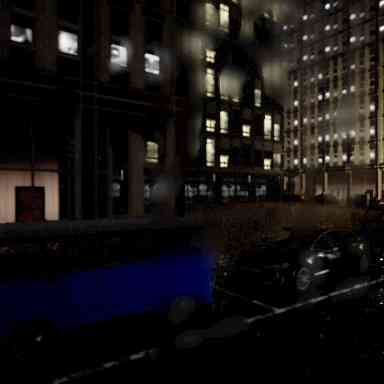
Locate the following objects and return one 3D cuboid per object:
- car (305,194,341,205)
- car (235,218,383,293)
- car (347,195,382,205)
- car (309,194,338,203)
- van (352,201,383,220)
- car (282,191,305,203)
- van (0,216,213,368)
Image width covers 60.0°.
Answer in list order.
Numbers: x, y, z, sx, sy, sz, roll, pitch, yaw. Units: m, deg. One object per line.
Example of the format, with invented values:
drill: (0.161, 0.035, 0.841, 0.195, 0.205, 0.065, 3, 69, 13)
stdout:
car: (18.043, 1.113, 45.223, 1.802, 1.307, 4.206, 1, 0, -36)
car: (3.071, 1.551, 8.746, 4.403, 1.369, 2.008, 0, 0, -35)
car: (21.292, 1.078, 40.691, 1.967, 1.590, 4.097, 1, 0, -36)
car: (21.575, 0.994, 54.684, 1.802, 1.307, 4.206, 1, 0, -36)
van: (7.671, 1.342, 12.025, 3.998, 1.788, 1.690, 0, 0, -35)
car: (14.805, 0.739, 49.754, 2.192, 1.841, 5.009, 1, 0, -36)
van: (-1.530, 1.341, 5.469, 3.998, 1.788, 1.690, 0, 0, -35)
